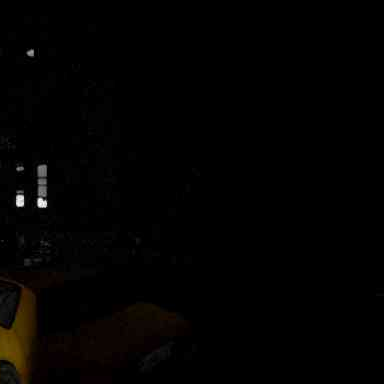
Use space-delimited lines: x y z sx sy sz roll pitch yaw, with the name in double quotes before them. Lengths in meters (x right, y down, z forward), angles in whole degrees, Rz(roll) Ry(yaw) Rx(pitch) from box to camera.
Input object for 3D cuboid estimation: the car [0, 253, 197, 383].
"car" -2.225 1.510 4.459 4.829 1.417 1.752 0 0 35
